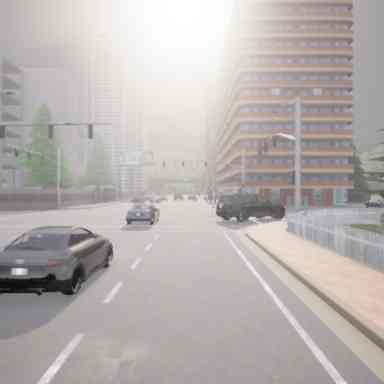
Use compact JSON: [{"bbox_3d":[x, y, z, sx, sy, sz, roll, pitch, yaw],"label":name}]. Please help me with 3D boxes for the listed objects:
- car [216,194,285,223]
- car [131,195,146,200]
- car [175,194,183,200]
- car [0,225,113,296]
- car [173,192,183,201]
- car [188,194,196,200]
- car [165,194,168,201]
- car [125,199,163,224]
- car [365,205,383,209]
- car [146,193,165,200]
[{"bbox_3d":[4.500,1.144,25.329,5.566,2.045,2.150,-1,-2,-28],"label":"car"},{"bbox_3d":[-10.502,1.497,63.937,1.895,1.301,4.718,0,0,0],"label":"car"},{"bbox_3d":[-3.490,1.384,92.159,1.994,1.385,4.181,0,0,0],"label":"car"},{"bbox_3d":[-3.434,1.550,8.650,1.994,1.385,4.181,0,0,0],"label":"car"},{"bbox_3d":[-3.491,1.085,82.908,2.150,2.045,5.566,0,0,0],"label":"car"},{"bbox_3d":[0.009,1.215,83.688,2.097,1.767,4.553,0,0,0],"label":"car"},{"bbox_3d":[-6.991,1.225,79.749,2.097,1.767,4.553,0,0,0],"label":"car"},{"bbox_3d":[-3.429,1.491,23.791,2.033,1.411,5.357,0,0,0],"label":"car"},{"bbox_3d":[23.801,1.476,42.036,4.718,1.301,1.895,0,0,-33],"label":"car"},{"bbox_3d":[-7.009,1.391,64.079,2.128,1.511,4.902,0,0,0],"label":"car"}]
